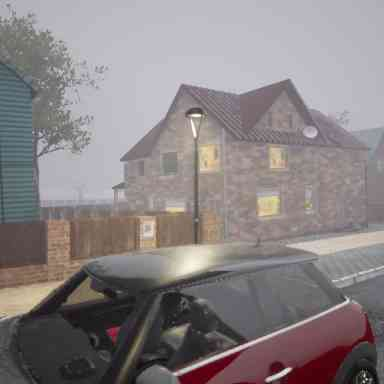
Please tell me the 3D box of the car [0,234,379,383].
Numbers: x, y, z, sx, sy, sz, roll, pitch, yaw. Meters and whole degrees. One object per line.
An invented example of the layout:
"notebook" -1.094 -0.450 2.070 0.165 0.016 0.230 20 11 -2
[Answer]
"car" -0.408 1.351 2.830 4.553 1.767 2.097 0 0 -36
